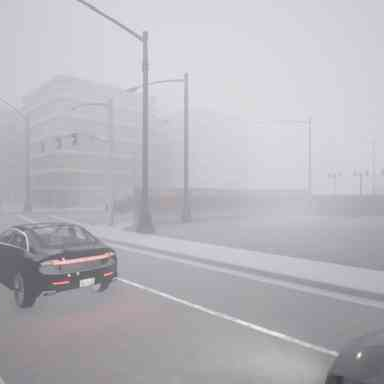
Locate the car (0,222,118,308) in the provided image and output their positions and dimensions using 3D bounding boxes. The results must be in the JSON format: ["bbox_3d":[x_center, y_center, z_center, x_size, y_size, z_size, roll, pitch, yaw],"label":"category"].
[{"bbox_3d":[-3.644,1.492,8.035,2.128,1.511,4.902,0,0,-43],"label":"car"}]

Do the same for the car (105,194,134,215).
[{"bbox_3d":[-6.298,1.221,34.992,5.566,2.045,2.150,0,0,-44],"label":"car"}]

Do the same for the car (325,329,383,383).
[{"bbox_3d":[3.202,1.505,1.581,4.892,1.490,1.837,0,0,38],"label":"car"}]
